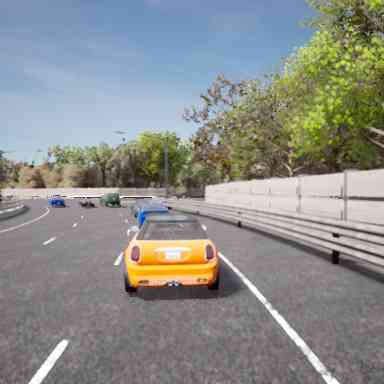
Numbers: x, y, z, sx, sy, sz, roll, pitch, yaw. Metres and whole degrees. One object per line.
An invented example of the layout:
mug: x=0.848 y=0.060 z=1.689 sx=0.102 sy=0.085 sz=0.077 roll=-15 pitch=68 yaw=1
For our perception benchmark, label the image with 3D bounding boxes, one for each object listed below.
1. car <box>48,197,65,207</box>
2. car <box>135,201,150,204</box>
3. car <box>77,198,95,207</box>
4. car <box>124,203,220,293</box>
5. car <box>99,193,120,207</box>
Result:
car: x=-20.837 y=1.457 z=51.097 sx=1.882 sy=1.535 sz=5.008 roll=0 pitch=0 yaw=-29
car: x=-2.563 y=1.465 z=22.024 sx=1.882 sy=1.535 sz=5.008 roll=0 pitch=0 yaw=-11
car: x=-15.619 y=1.579 z=48.807 sx=1.895 sy=1.301 sz=4.718 roll=0 pitch=0 yaw=-27
car: x=-0.607 y=1.347 z=9.075 sx=2.097 sy=1.767 sz=4.553 roll=0 pitch=0 yaw=-6
car: x=-12.456 y=1.197 z=50.322 sx=2.150 sy=2.045 sz=5.566 roll=0 pitch=0 yaw=-27
